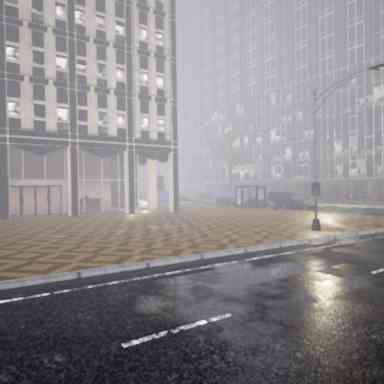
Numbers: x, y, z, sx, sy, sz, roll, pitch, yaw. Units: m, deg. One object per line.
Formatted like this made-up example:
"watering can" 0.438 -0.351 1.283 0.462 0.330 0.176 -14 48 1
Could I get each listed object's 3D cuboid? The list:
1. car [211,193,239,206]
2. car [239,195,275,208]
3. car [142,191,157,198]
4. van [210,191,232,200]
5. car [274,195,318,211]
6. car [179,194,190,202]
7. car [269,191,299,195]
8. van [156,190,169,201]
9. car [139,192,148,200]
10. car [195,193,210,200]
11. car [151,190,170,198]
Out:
"car" 5.000 1.231 45.102 1.947 1.339 4.313 -1 1 -34
"car" 8.170 1.300 40.385 1.802 1.307 4.206 -1 1 -34
"car" -10.573 0.572 82.666 1.967 1.590 4.097 -1 1 -34
"van" 5.516 0.742 59.240 1.690 1.788 3.998 -1 1 -34
"car" 11.374 1.337 35.688 1.947 1.339 4.313 -1 1 -34
"car" -2.070 1.027 60.164 1.994 1.385 4.181 -1 1 -34
"car" 11.612 0.908 40.118 2.150 2.045 5.566 -1 1 -34
"van" -4.609 0.848 59.183 1.690 1.788 3.998 -1 1 -34
"car" -11.045 0.950 68.555 2.008 1.369 4.403 -1 1 -34
"car" 2.299 0.930 63.928 1.802 1.307 4.206 -1 1 -34
"car" -7.355 0.501 77.980 2.192 1.841 5.009 -1 1 -34
